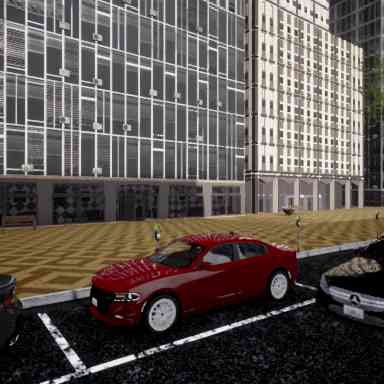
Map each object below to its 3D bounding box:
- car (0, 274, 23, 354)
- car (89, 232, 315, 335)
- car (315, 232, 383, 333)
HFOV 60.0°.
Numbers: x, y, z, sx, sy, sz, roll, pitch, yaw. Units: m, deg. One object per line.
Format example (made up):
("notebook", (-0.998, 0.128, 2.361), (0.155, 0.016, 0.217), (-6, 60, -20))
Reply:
("car", (-4.265, 1.551, 3.520), (4.403, 1.369, 2.008), (0, 0, -35))
("car", (0.244, 1.545, 6.726), (4.507, 1.381, 1.887), (0, 0, -35))
("car", (4.308, 1.527, 6.313), (4.674, 1.442, 1.812), (0, 0, -35))
